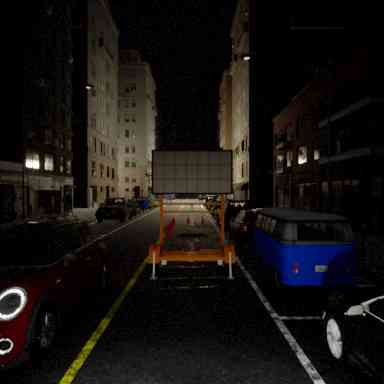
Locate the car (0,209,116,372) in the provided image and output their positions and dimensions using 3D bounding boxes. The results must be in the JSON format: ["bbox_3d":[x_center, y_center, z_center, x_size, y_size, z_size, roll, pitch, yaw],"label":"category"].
[{"bbox_3d":[-2.998,1.353,5.923,2.097,1.767,4.553,0,0,0],"label":"car"}]

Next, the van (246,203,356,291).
[{"bbox_3d":[2.672,1.343,8.700,1.690,1.788,3.998,0,0,0],"label":"van"}]

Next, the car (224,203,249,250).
[{"bbox_3d":[2.675,1.443,14.369,1.967,1.590,4.097,0,0,0],"label":"car"}]

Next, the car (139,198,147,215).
[{"bbox_3d":[-5.840,1.555,31.369,2.008,1.369,4.403,0,0,0],"label":"car"}]

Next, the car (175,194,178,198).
[{"bbox_3d":[-5.802,1.267,92.411,2.192,1.841,5.009,0,0,0],"label":"car"}]

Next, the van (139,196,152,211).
[{"bbox_3d":[-5.837,1.346,37.037,1.690,1.788,3.998,0,0,0],"label":"van"}]

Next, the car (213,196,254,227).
[{"bbox_3d":[2.678,1.319,20.038,2.192,1.841,5.009,0,0,0],"label":"car"}]

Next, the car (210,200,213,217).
[{"bbox_3d":[2.682,1.570,25.708,1.947,1.339,4.313,0,0,0],"label":"car"}]

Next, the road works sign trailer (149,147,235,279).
[{"bbox_3d":[0.005,0.467,10.012,2.380,3.560,2.880,0,0,0],"label":"road works sign trailer"}]

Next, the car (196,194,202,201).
[{"bbox_3d":[2.717,1.407,81.250,1.967,1.590,4.097,0,0,0],"label":"car"}]

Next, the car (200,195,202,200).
[{"bbox_3d":[2.700,1.519,54.225,1.752,1.417,4.829,0,0,0],"label":"car"}]

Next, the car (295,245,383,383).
[{"bbox_3d":[2.669,1.552,3.031,2.008,1.369,4.403,0,0,0],"label":"car"}]

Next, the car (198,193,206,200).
[{"bbox_3d":[2.724,1.267,92.421,2.192,1.841,5.009,0,0,0],"label":"car"}]

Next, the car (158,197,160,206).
[{"bbox_3d":[-5.829,1.524,48.205,1.752,1.417,4.829,0,0,0],"label":"car"}]

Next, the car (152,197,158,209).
[{"bbox_3d":[-5.833,1.529,42.536,1.752,1.417,4.829,0,0,0],"label":"car"}]

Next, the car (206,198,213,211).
[{"bbox_3d":[2.685,1.571,31.377,1.947,1.339,4.313,0,0,0],"label":"car"}]

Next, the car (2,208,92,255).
[{"bbox_3d":[-5.850,1.528,14.194,1.752,1.417,4.829,0,0,0],"label":"car"}]

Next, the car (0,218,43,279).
[{"bbox_3d":[-5.854,1.547,8.696,1.887,1.381,4.507,0,0,0],"label":"car"}]

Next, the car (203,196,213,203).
[{"bbox_3d":[2.693,1.585,42.716,1.802,1.307,4.206,0,0,0],"label":"car"}]

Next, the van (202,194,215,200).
[{"bbox_3d":[2.696,1.340,48.386,1.690,1.788,3.998,0,0,0],"label":"van"}]

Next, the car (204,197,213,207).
[{"bbox_3d":[2.689,1.556,37.046,2.008,1.369,4.403,0,0,0],"label":"car"}]

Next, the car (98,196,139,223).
[{"bbox_3d":[-5.843,1.319,25.701,2.192,1.841,5.009,0,0,0],"label":"car"}]

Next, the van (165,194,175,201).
[{"bbox_3d":[-5.809,1.308,81.238,1.690,1.788,3.998,0,0,0],"label":"van"}]
